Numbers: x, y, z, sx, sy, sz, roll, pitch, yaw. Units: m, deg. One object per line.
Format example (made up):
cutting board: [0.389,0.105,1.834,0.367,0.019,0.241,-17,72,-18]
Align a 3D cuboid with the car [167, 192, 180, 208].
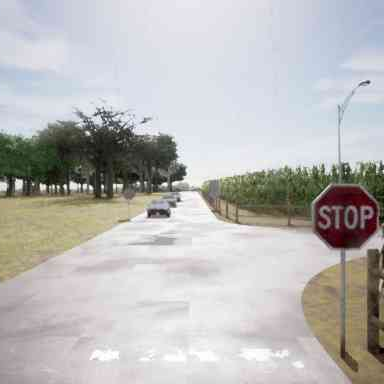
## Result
car: [-2.793,1.075,40.106,1.837,1.490,4.892,0,1,0]

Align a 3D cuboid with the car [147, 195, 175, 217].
car: [-2.767,1.309,28.798,2.033,1.411,5.357,0,1,-2]
